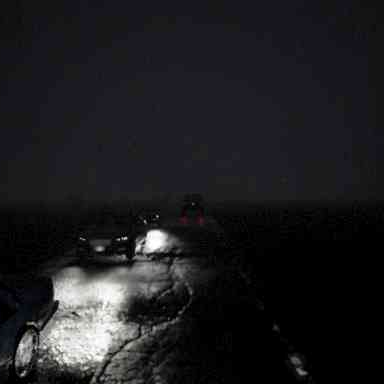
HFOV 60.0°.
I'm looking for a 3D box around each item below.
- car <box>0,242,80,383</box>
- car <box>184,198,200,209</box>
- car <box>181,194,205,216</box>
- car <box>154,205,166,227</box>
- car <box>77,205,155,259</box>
[{"bbox_3d":[-2.845,1.545,2.621,2.033,1.411,5.357,0,0,0],"label":"car"},{"bbox_3d":[0.020,1.521,45.067,2.033,1.411,5.357,0,0,0],"label":"car"},{"bbox_3d":[0.099,1.198,32.975,2.150,2.045,5.566,0,0,0],"label":"car"},{"bbox_3d":[-2.841,1.582,22.667,1.895,1.301,4.718,0,0,0],"label":"car"},{"bbox_3d":[-2.845,1.479,12.681,2.128,1.511,4.902,0,0,0],"label":"car"}]
